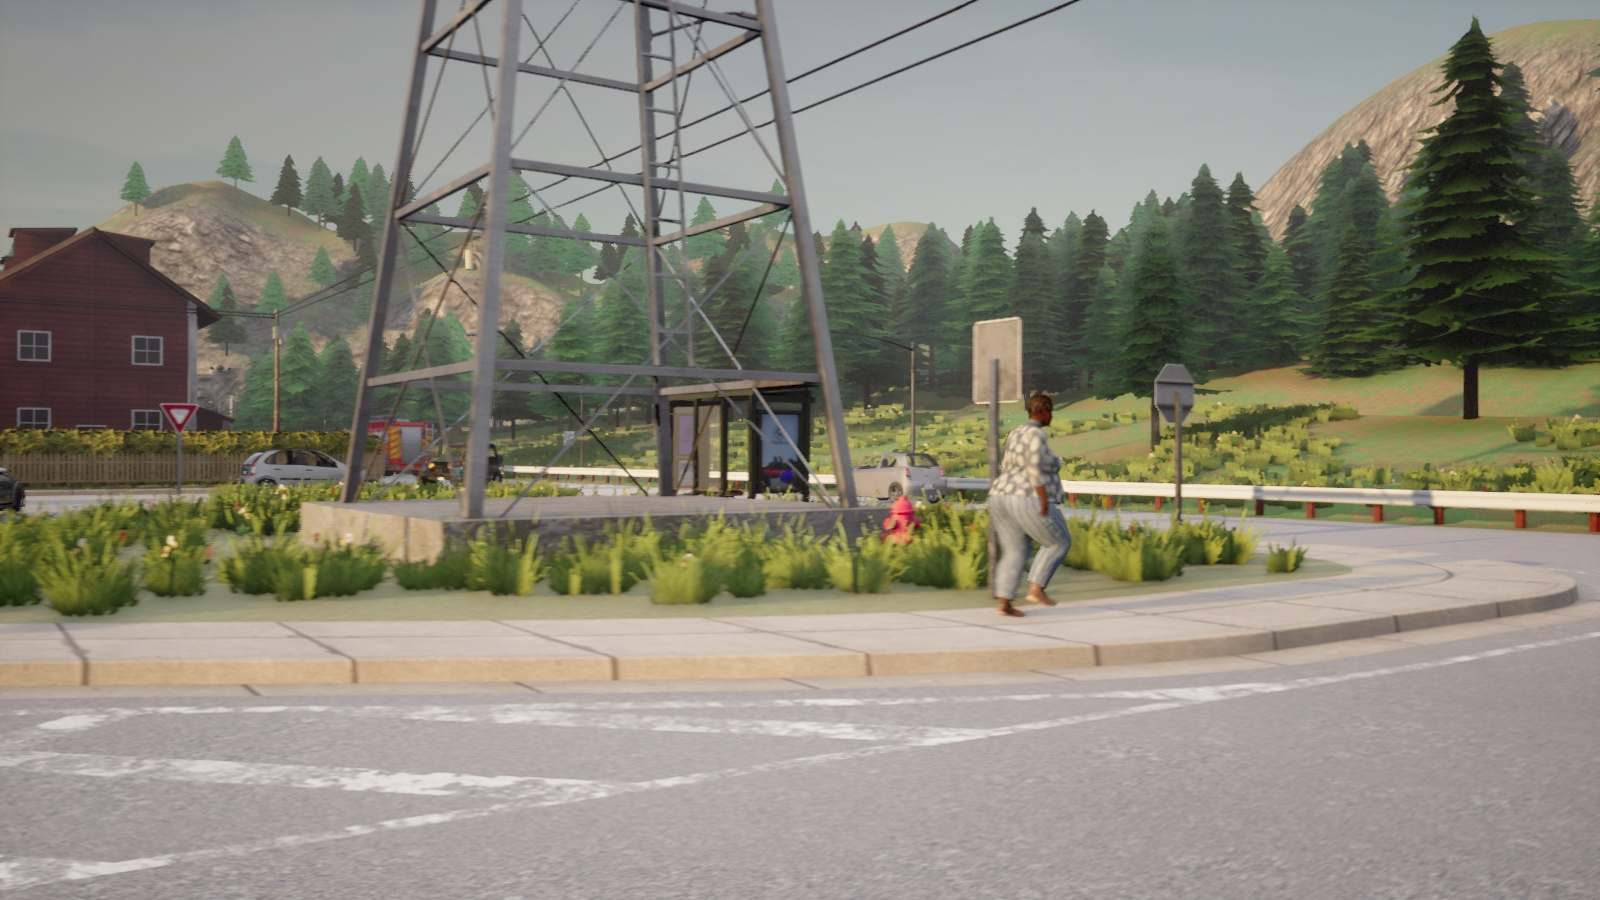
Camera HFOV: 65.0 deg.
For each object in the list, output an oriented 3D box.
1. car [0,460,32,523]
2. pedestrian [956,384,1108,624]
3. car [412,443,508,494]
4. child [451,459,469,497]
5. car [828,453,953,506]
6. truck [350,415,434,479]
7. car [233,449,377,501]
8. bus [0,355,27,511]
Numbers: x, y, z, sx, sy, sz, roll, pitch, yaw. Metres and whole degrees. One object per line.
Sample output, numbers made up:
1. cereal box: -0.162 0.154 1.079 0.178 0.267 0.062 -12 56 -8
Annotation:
1. car: -18.653 0.916 27.550 1.994 1.385 4.181 0 0 -15
2. pedestrian: 1.879 0.419 10.264 0.900 1.855 0.874 0 0 -19
3. car: -13.078 0.681 48.578 1.905 1.878 3.866 0 0 14
4. child: -10.769 0.895 39.752 0.343 1.192 0.448 0 0 26
5. car: 2.627 0.835 37.167 1.845 1.501 3.633 0 0 -34
6. truck: -26.088 -0.178 80.015 2.891 3.827 8.468 0 0 -34
7. car: -15.940 0.772 40.514 3.988 1.617 1.851 0 0 -36
8. bus: -26.617 -0.493 33.267 10.273 4.253 3.944 0 0 -34
